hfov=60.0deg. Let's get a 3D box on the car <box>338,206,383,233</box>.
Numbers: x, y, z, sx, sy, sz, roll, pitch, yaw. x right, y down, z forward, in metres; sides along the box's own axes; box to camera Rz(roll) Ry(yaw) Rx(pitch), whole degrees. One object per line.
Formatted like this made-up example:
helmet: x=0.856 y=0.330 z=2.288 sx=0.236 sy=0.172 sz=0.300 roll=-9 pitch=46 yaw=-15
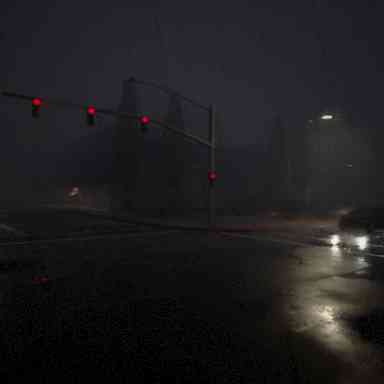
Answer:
car: x=11.325 y=1.676 z=21.340 sx=5.008 sy=1.535 sz=1.882 roll=1 pitch=0 yaw=-38
